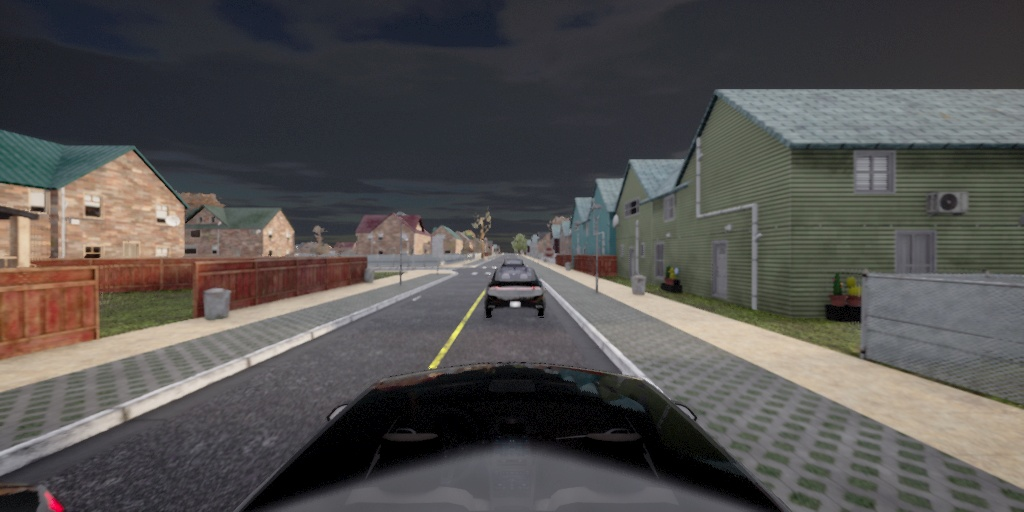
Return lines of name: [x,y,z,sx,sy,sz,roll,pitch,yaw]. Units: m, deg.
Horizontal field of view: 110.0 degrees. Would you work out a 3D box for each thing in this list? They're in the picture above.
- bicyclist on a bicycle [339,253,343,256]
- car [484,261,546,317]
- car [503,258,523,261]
bicyclist on a bicycle: [-20.218,0.518,42.332,0.582,1.620,1.656,0,0,0]
car: [0.094,1.090,12.397,2.128,1.511,4.902,0,1,0]
car: [0.089,0.909,25.054,2.128,1.511,4.902,0,1,0]
